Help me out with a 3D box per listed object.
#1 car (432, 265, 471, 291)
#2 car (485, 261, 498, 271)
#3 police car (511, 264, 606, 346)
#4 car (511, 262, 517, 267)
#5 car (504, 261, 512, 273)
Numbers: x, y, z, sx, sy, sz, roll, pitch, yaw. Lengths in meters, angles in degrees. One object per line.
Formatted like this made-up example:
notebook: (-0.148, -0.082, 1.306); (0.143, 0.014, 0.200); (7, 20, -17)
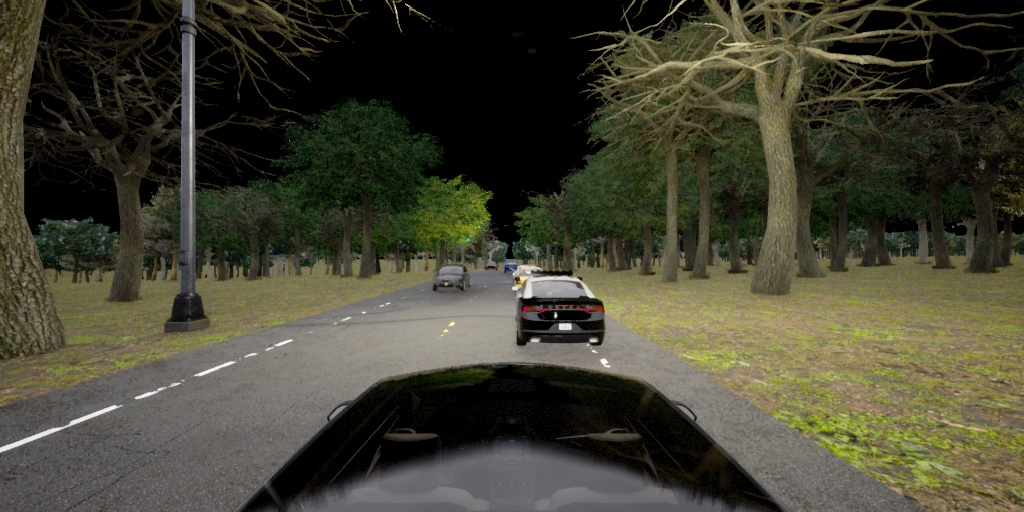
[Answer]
car: (-3.639, 1.317, 22.246); (1.837, 1.490, 4.892); (0, 0, 0)
car: (-3.680, 1.712, 64.603); (2.097, 1.767, 4.553); (0, -2, 0)
police car: (1.036, 1.185, 9.588); (1.930, 1.638, 5.238); (0, 0, 0)
car: (1.016, 1.254, 19.670); (1.801, 1.575, 5.366); (0, 0, 0)
car: (-0.064, 1.507, 48.904); (1.882, 1.535, 5.008); (0, -1, 0)
